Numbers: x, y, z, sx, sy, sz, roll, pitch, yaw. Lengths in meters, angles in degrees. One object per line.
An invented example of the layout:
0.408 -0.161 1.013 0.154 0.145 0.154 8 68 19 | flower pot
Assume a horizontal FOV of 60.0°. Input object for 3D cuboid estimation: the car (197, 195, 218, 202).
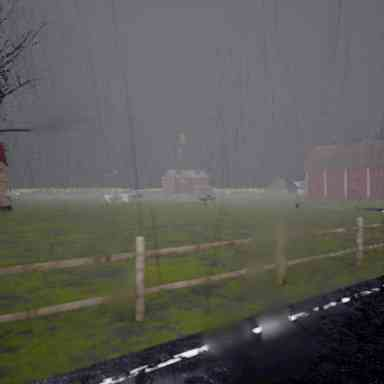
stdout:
3.021 1.306 65.554 1.837 1.490 4.892 -2 1 -36 | car
